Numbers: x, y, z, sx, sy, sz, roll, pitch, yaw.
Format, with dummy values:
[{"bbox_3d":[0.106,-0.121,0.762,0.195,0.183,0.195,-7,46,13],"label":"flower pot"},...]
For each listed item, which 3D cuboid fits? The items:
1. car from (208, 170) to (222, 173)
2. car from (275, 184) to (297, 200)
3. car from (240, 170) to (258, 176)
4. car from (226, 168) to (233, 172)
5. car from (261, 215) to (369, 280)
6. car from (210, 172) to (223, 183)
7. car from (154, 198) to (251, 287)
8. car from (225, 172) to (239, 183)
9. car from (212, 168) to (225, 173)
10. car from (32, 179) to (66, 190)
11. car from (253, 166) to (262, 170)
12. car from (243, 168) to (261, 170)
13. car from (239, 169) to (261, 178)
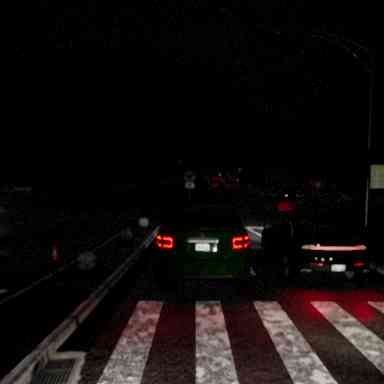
[{"bbox_3d":[5.160,-3.685,76.266,1.882,1.535,5.008,1,6,7],"label":"car"},{"bbox_3d":[9.697,-0.089,34.432,1.837,1.490,4.892,3,5,13],"label":"car"},{"bbox_3d":[15.730,-5.216,91.854,4.792,1.488,2.163,1,6,11],"label":"car"},{"bbox_3d":[9.969,-4.676,86.829,2.128,1.511,4.902,1,6,10],"label":"car"},{"bbox_3d":[3.297,1.429,9.786,2.128,1.511,4.902,0,1,1],"label":"car"},{"bbox_3d":[4.537,-2.508,64.223,1.837,1.490,4.892,0,5,1],"label":"car"},{"bbox_3d":[0.282,1.163,9.341,2.150,2.045,5.566,0,1,1],"label":"car"},{"bbox_3d":[7.605,-2.597,65.366,1.812,1.442,4.674,0,6,1],"label":"car"},{"bbox_3d":[6.872,-4.691,86.556,1.882,1.535,5.008,1,6,10],"label":"car"},{"bbox_3d":[-21.054,-1.188,48.905,5.008,1.535,1.882,1,6,12],"label":"car"},{"bbox_3d":[15.291,-5.227,89.147,5.566,2.045,2.435,1,6,11],"label":"car"},{"bbox_3d":[14.327,-4.569,83.769,4.553,1.767,2.185,1,6,10],"label":"car"},{"bbox_3d":[13.804,-4.179,81.089,4.892,1.521,2.231,1,6,10],"label":"car"}]
